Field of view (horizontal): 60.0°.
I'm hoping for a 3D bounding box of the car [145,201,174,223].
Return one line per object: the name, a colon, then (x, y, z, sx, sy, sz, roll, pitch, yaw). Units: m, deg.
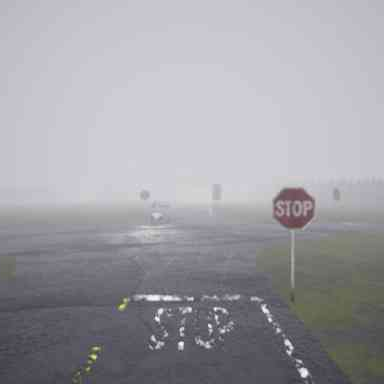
car: (-2.416, 1.493, 25.649, 2.128, 1.511, 4.902, 0, 0, 1)
